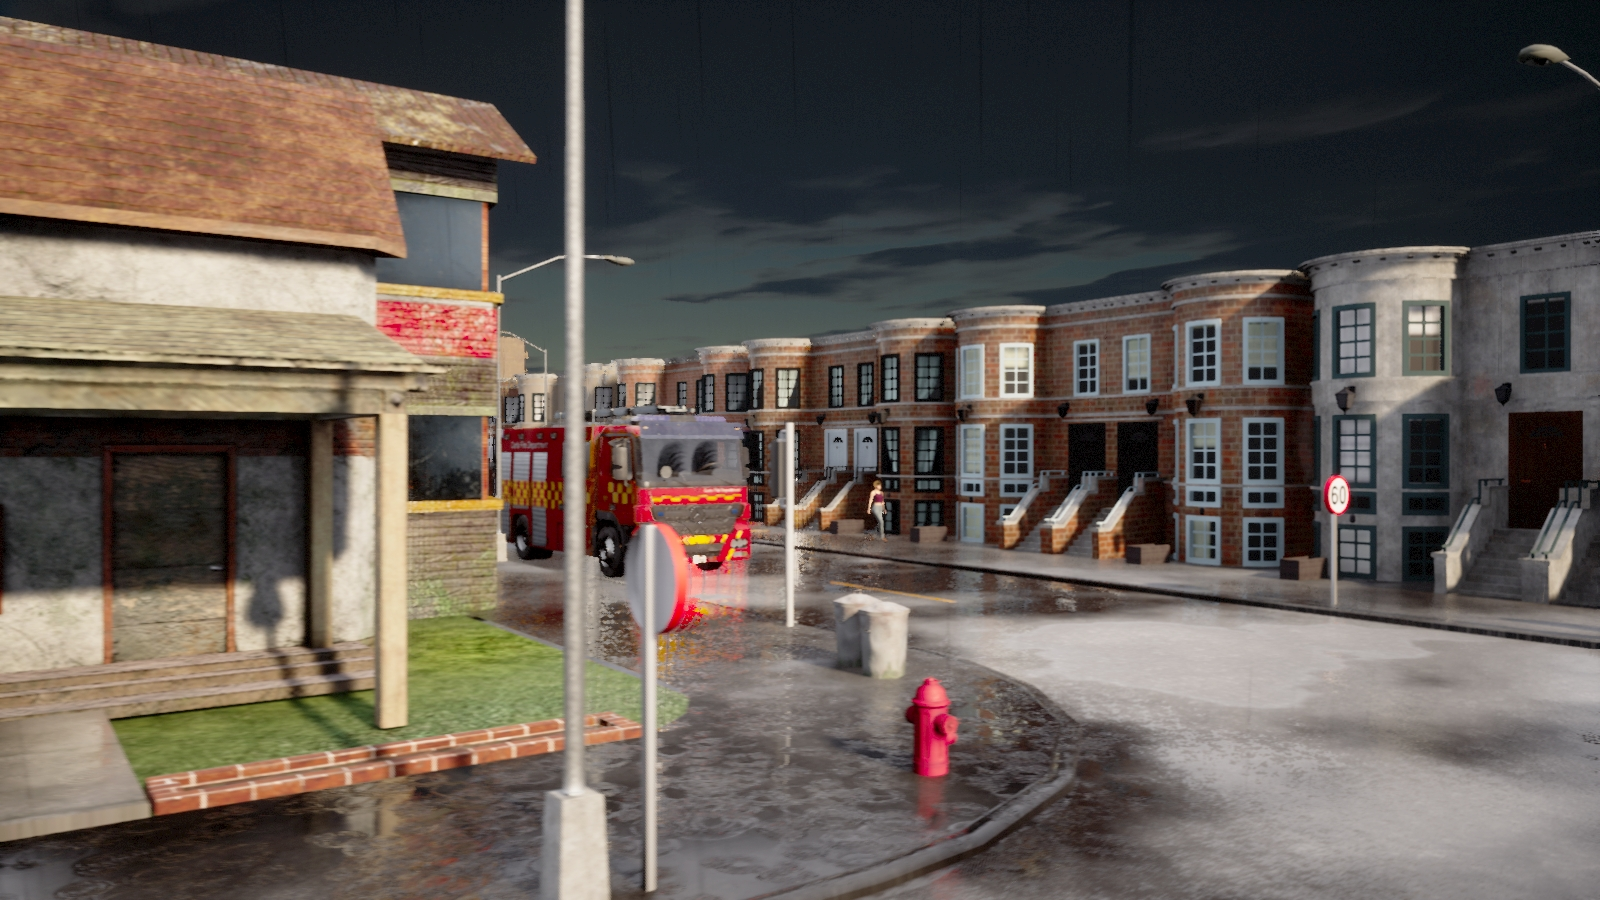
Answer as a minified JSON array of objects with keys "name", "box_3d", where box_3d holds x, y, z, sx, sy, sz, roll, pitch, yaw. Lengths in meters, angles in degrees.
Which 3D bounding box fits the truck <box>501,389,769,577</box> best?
[{"name":"truck","box_3d":[-4.278,0.671,27.497,2.891,3.827,8.468,0,0,-35]}]

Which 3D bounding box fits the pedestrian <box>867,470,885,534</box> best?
[{"name":"pedestrian","box_3d":[2.231,1.524,33.676,0.375,1.860,0.375,0,0,-42]}]
